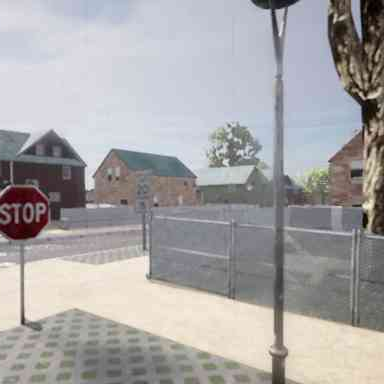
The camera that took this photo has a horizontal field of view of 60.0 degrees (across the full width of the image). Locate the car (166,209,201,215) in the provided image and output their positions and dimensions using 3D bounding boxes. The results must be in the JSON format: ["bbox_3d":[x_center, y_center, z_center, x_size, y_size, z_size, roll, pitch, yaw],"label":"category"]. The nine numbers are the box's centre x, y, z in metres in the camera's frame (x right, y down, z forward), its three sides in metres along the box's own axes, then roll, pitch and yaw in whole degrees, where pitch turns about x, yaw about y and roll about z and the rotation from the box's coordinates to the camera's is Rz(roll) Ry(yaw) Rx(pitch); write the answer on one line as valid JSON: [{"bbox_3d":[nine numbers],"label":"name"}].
[{"bbox_3d":[-0.651,1.962,24.029,2.128,1.511,4.902,-2,-2,35],"label":"car"}]
